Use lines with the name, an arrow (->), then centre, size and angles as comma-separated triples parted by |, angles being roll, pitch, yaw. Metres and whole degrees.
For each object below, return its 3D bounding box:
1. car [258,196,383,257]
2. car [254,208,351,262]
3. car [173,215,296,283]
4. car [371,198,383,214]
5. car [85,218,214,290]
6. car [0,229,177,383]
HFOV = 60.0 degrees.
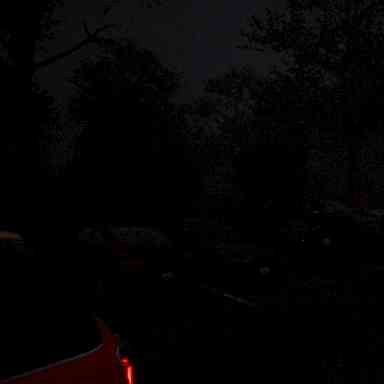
car -> 4.914, 1.223, 13.279 | 2.435, 2.045, 5.566 | 0, 0, -36
car -> 2.615, 1.504, 11.709 | 2.163, 1.488, 4.792 | 0, 0, -35
car -> 0.382, 1.506, 10.044 | 2.163, 1.488, 4.792 | 0, 0, -35
car -> 20.705, 1.495, 32.425 | 2.033, 1.411, 5.357 | -3, 4, -33
car -> -1.899, 1.478, 8.446 | 2.097, 1.535, 5.008 | 0, 0, -36
car -> -2.585, 1.353, 1.839 | 4.553, 1.767, 2.097 | 0, 0, -35
